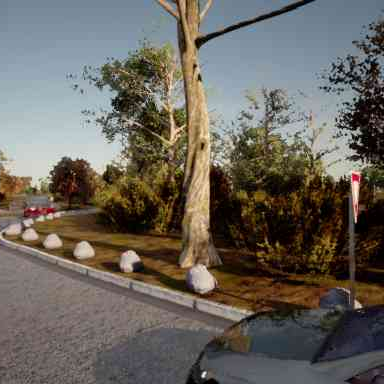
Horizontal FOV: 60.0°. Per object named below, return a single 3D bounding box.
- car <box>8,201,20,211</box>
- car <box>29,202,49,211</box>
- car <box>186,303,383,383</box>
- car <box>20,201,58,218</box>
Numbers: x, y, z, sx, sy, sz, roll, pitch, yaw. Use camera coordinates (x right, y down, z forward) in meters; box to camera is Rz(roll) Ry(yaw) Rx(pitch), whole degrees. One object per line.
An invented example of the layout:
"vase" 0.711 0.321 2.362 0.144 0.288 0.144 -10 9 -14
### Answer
"car" -28.602 2.199 54.821 2.097 1.767 4.553 0 -1 -11
"car" -25.308 2.426 55.142 1.895 1.301 4.718 0 -1 -10
"car" 1.965 1.564 2.437 4.181 1.385 1.994 0 0 36
"car" -17.028 1.980 37.741 2.097 1.767 4.553 0 -2 1
